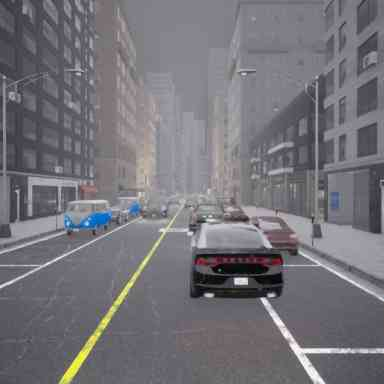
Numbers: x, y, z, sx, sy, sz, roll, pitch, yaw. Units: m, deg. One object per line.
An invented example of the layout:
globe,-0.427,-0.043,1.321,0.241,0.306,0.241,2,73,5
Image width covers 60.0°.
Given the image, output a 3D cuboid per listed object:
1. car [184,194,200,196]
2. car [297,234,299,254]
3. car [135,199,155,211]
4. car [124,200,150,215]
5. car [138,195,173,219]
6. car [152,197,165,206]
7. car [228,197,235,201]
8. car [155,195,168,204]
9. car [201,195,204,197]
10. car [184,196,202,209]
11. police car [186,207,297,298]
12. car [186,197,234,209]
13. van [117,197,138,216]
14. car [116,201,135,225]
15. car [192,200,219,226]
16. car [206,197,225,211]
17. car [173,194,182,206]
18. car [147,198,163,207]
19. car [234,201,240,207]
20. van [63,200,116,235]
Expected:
car,-0.030,1.515,58.888,1.837,1.490,4.892,0,0,0
car,2.849,1.581,12.871,1.802,1.307,4.206,0,0,0
car,-5.690,1.585,40.374,1.802,1.307,4.206,0,0,0
car,-5.687,1.568,34.872,1.947,1.339,4.313,0,0,0
car,-3.115,1.353,29.406,2.097,1.767,4.553,0,0,0
car,-5.699,1.591,56.877,1.802,1.307,4.206,0,0,0
car,2.840,1.316,29.375,2.192,1.841,5.009,0,0,0
car,-5.702,1.452,62.379,1.967,1.590,4.097,0,0,0
car,2.829,1.558,51.380,2.008,1.369,4.403,0,0,0
car,-0.008,1.569,45.453,1.994,1.385,4.181,0,0,0
police car,0.895,1.425,8.655,1.930,1.638,5.238,0,0,0
car,0.890,1.351,18.516,2.097,1.767,4.553,0,0,0
van,-5.685,1.342,29.371,1.690,1.788,3.998,0,0,0
car,-5.682,1.551,23.869,2.008,1.369,4.403,0,0,0
car,0.887,1.455,24.735,1.801,1.575,5.366,0,0,0
car,2.835,1.443,40.378,1.967,1.590,4.097,0,0,0
car,-3.028,1.515,55.394,1.837,1.490,4.892,0,0,0
car,-5.696,1.573,51.376,1.947,1.339,4.313,0,0,0
car,2.844,1.582,23.873,1.802,1.307,4.206,0,0,0
van,-5.679,1.341,18.369,1.690,1.788,3.998,0,0,0
